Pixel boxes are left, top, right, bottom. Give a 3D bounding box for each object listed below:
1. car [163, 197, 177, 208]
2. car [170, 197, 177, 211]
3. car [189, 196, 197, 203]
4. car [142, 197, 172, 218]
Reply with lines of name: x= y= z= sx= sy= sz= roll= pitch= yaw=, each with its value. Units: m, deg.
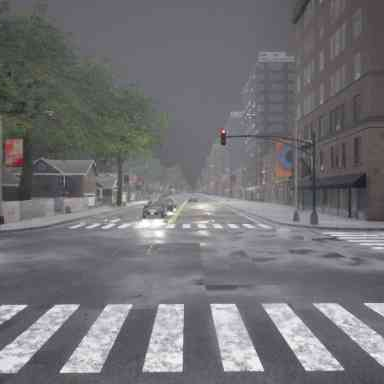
car: x=-3.251 y=1.554 z=49.822 sx=1.812 sy=1.442 sz=4.674 roll=0 pitch=0 yaw=0
car: x=-3.275 y=1.372 z=39.865 sx=2.097 sy=1.767 sz=4.553 roll=0 pitch=0 yaw=0
car: x=0.215 y=1.546 z=70.259 sx=2.128 sy=1.511 sz=4.902 roll=0 pitch=0 yaw=0
car: x=-3.294 y=1.504 z=30.130 sx=2.128 sy=1.511 sz=4.902 roll=0 pitch=0 yaw=0
